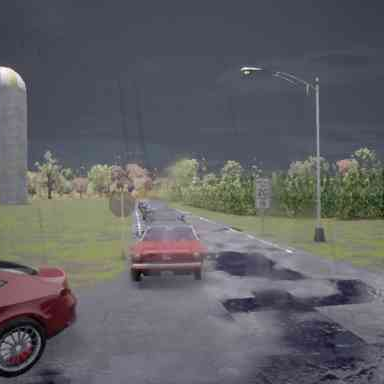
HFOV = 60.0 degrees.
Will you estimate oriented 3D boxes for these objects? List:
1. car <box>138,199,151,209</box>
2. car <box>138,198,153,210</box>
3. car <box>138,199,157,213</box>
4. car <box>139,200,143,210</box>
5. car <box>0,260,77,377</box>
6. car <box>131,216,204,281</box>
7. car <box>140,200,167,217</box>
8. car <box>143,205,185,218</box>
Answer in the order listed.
[{"bbox_3d":[-4.508,1.710,35.733,2.033,1.411,5.357,-1,0,-10],"label":"car"},{"bbox_3d":[-6.801,1.696,48.168,1.882,1.535,5.008,-1,0,-11],"label":"car"},{"bbox_3d":[-5.669,1.683,42.084,2.128,1.511,4.902,-1,0,-10],"label":"car"},{"bbox_3d":[-3.464,1.701,29.869,1.994,1.385,4.181,-1,0,-10],"label":"car"},{"bbox_3d":[-3.642,1.537,3.717,1.812,1.442,4.674,0,-1,42],"label":"car"},{"bbox_3d":[-0.677,1.662,10.239,1.895,1.301,4.718,-1,0,-2],"label":"car"},{"bbox_3d":[-2.344,1.601,23.448,2.128,1.511,4.902,-1,0,-10],"label":"car"},{"bbox_3d":[-1.385,1.649,17.803,1.994,1.385,4.181,-1,0,-10],"label":"car"}]
